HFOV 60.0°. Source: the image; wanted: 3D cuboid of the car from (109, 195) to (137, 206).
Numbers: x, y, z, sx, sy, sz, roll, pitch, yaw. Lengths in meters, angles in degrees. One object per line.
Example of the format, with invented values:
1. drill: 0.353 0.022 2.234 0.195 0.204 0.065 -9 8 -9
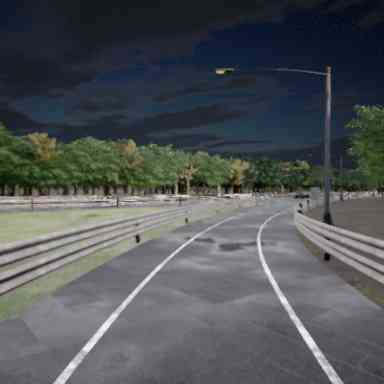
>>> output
1. car: -10.404 1.172 51.230 4.553 1.767 2.097 0 1 -40

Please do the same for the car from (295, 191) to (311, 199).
1. car: 28.998 0.880 86.754 5.566 2.045 2.150 0 1 -44

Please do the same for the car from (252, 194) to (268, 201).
1. car: 14.935 1.242 73.559 4.892 1.490 1.837 0 1 -43
